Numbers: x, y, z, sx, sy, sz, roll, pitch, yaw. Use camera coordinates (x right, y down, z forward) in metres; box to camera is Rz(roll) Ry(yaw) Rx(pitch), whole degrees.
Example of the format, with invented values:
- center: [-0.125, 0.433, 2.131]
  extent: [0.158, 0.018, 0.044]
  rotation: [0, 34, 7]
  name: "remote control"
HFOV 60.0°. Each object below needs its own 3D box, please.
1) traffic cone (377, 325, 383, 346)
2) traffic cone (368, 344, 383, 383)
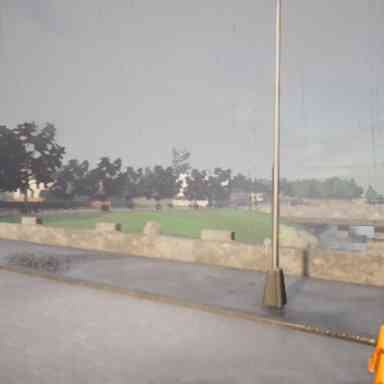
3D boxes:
- center: [2.618, 2.130, 4.568]
  extent: [0.340, 0.580, 0.340]
  rotation: [0, -2, 30]
  name: "traffic cone"
- center: [2.120, 2.099, 3.701]
  extent: [0.340, 0.580, 0.340]
  rotation: [0, -2, 30]
  name: "traffic cone"
